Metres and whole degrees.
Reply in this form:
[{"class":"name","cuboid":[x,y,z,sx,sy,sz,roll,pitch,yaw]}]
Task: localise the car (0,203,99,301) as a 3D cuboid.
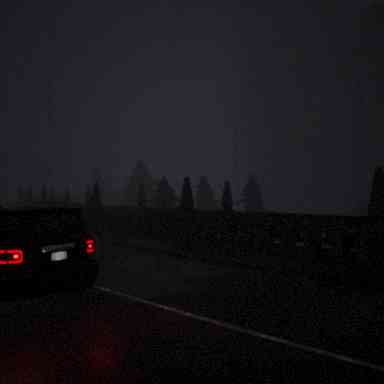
[{"class":"car","cuboid":[-4.444,1.272,7.856,5.566,2.045,2.150,0,0,41]}]
